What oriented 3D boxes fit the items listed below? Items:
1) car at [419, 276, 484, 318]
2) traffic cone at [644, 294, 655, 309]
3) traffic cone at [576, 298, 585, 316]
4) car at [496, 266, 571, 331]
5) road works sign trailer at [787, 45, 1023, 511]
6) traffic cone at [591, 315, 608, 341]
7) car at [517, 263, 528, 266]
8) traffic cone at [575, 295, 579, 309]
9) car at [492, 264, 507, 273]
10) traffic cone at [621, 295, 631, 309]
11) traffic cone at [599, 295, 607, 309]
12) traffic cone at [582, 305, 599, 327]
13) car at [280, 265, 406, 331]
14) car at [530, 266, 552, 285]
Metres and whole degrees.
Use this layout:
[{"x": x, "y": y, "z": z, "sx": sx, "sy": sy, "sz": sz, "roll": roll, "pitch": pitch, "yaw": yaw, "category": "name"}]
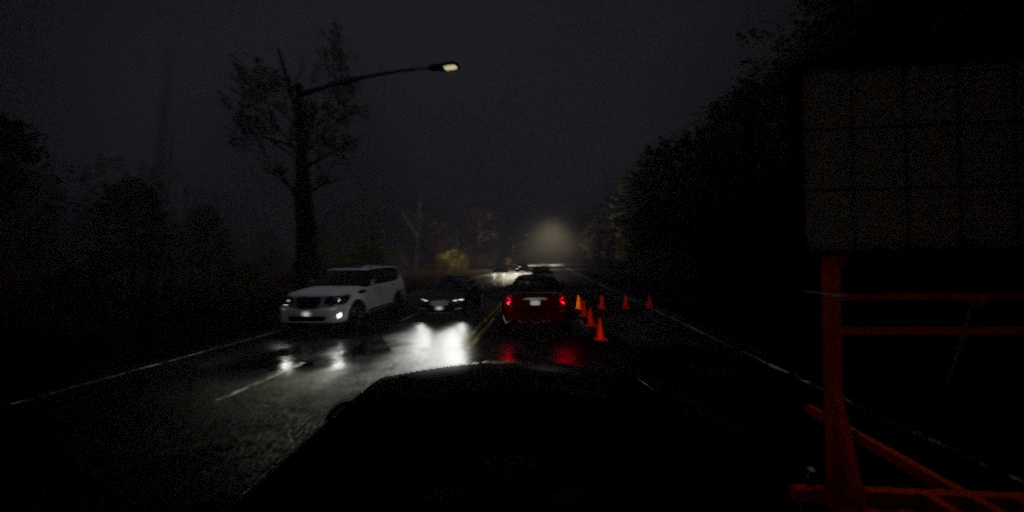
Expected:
[{"x": -2.383, "y": 1.605, "z": 15.154, "sx": 2.128, "sy": 1.511, "sz": 4.902, "roll": -1, "pitch": 0, "yaw": 5, "category": "car"}, {"x": 5.887, "y": 1.944, "z": 15.348, "sx": 0.340, "sy": 0.580, "sz": 0.340, "roll": 0, "pitch": 0, "yaw": 5, "category": "traffic cone"}, {"x": 2.725, "y": 1.979, "z": 13.617, "sx": 0.340, "sy": 0.580, "sz": 0.340, "roll": 0, "pitch": 0, "yaw": 5, "category": "traffic cone"}, {"x": 0.854, "y": 1.394, "z": 12.500, "sx": 2.097, "sy": 1.767, "sz": 4.553, "roll": -1, "pitch": 0, "yaw": 5, "category": "car"}, {"x": 3.174, "y": 0.386, "z": 2.561, "sx": 2.380, "sy": 3.560, "sz": 2.880, "roll": 0, "pitch": 0, "yaw": 5, "category": "road works sign trailer"}, {"x": 2.375, "y": 1.951, "z": 9.633, "sx": 0.340, "sy": 0.580, "sz": 0.340, "roll": 0, "pitch": 0, "yaw": 5, "category": "traffic cone"}, {"x": 1.629, "y": 1.872, "z": 57.668, "sx": 1.837, "sy": 1.490, "sz": 4.892, "roll": -1, "pitch": 0, "yaw": 6, "category": "car"}, {"x": 2.899, "y": 1.992, "z": 15.610, "sx": 0.340, "sy": 0.580, "sz": 0.340, "roll": 0, "pitch": 0, "yaw": 5, "category": "traffic cone"}, {"x": -1.790, "y": 1.936, "z": 56.090, "sx": 1.812, "sy": 1.442, "sz": 4.674, "roll": -1, "pitch": 0, "yaw": 6, "category": "car"}, {"x": 4.891, "y": 1.960, "z": 15.435, "sx": 0.340, "sy": 0.580, "sz": 0.340, "roll": 0, "pitch": 0, "yaw": 5, "category": "traffic cone"}, {"x": 3.895, "y": 1.976, "z": 15.522, "sx": 0.340, "sy": 0.580, "sz": 0.340, "roll": 0, "pitch": 0, "yaw": 5, "category": "traffic cone"}, {"x": 2.550, "y": 1.965, "z": 11.625, "sx": 0.340, "sy": 0.580, "sz": 0.340, "roll": 0, "pitch": 0, "yaw": 5, "category": "traffic cone"}, {"x": -5.818, "y": 1.372, "z": 13.278, "sx": 2.150, "sy": 2.045, "sz": 5.566, "roll": -1, "pitch": 0, "yaw": 5, "category": "car"}, {"x": 2.615, "y": 1.674, "z": 31.971, "sx": 1.837, "sy": 1.490, "sz": 4.892, "roll": -1, "pitch": 0, "yaw": 5, "category": "car"}]
